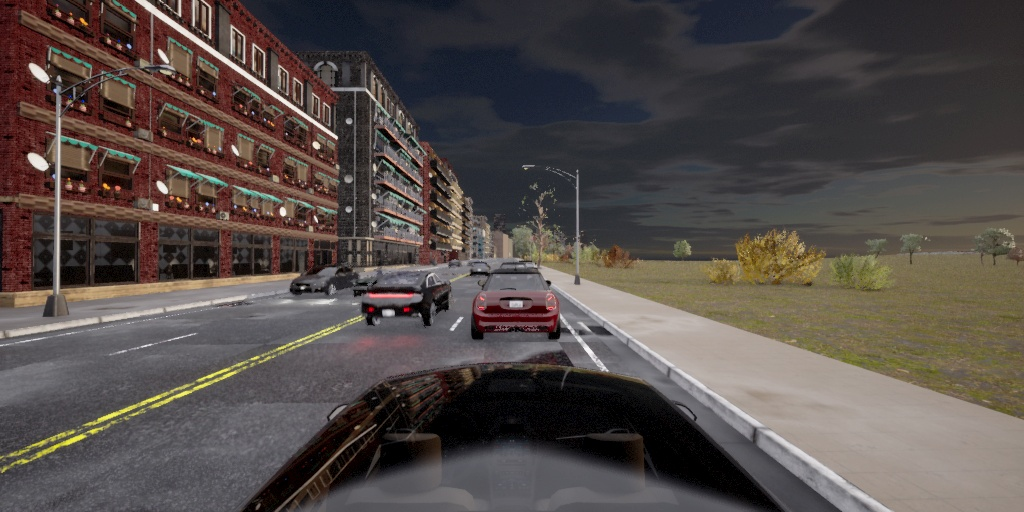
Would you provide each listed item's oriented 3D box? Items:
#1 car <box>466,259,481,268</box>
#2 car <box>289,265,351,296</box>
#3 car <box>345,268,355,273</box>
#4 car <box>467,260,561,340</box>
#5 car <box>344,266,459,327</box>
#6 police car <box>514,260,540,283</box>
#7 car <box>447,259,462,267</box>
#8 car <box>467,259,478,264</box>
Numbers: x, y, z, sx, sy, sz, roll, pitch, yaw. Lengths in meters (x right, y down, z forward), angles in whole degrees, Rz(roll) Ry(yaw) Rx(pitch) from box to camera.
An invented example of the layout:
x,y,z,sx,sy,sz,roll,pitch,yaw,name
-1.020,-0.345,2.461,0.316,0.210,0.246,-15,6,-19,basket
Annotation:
x,y,z,sx,sy,sz,roll,pitch,yaw,name
-6.629,1.299,61.911,2.033,1.411,5.357,0,0,0,car
-9.870,1.258,19.324,1.837,1.490,4.892,0,0,0,car
-6.616,1.353,18.828,1.895,1.301,4.718,0,0,0,car
0.083,1.103,10.179,2.097,1.767,4.553,0,0,0,car
-3.162,1.242,11.594,2.128,1.511,4.902,0,0,0,car
1.109,1.179,29.446,1.930,1.638,5.238,0,0,0,police car
-9.874,1.299,62.164,2.033,1.411,5.357,0,0,0,car
-3.185,1.318,37.193,1.994,1.385,4.181,0,0,0,car
